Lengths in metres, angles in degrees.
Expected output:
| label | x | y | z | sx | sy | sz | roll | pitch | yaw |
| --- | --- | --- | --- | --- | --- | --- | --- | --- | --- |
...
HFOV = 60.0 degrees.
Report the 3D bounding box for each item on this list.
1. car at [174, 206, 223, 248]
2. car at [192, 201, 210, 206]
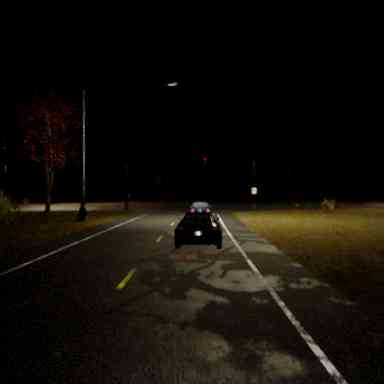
| label | x | y | z | sx | sy | sz | roll | pitch | yaw |
| --- | --- | --- | --- | --- | --- | --- | --- | --- | --- |
| car | 0.293 | 1.556 | 14.756 | 1.994 | 1.385 | 4.181 | 0 | 0 | 2 |
| car | 0.748 | 1.521 | 29.043 | 2.033 | 1.411 | 5.357 | 0 | 0 | 3 |
